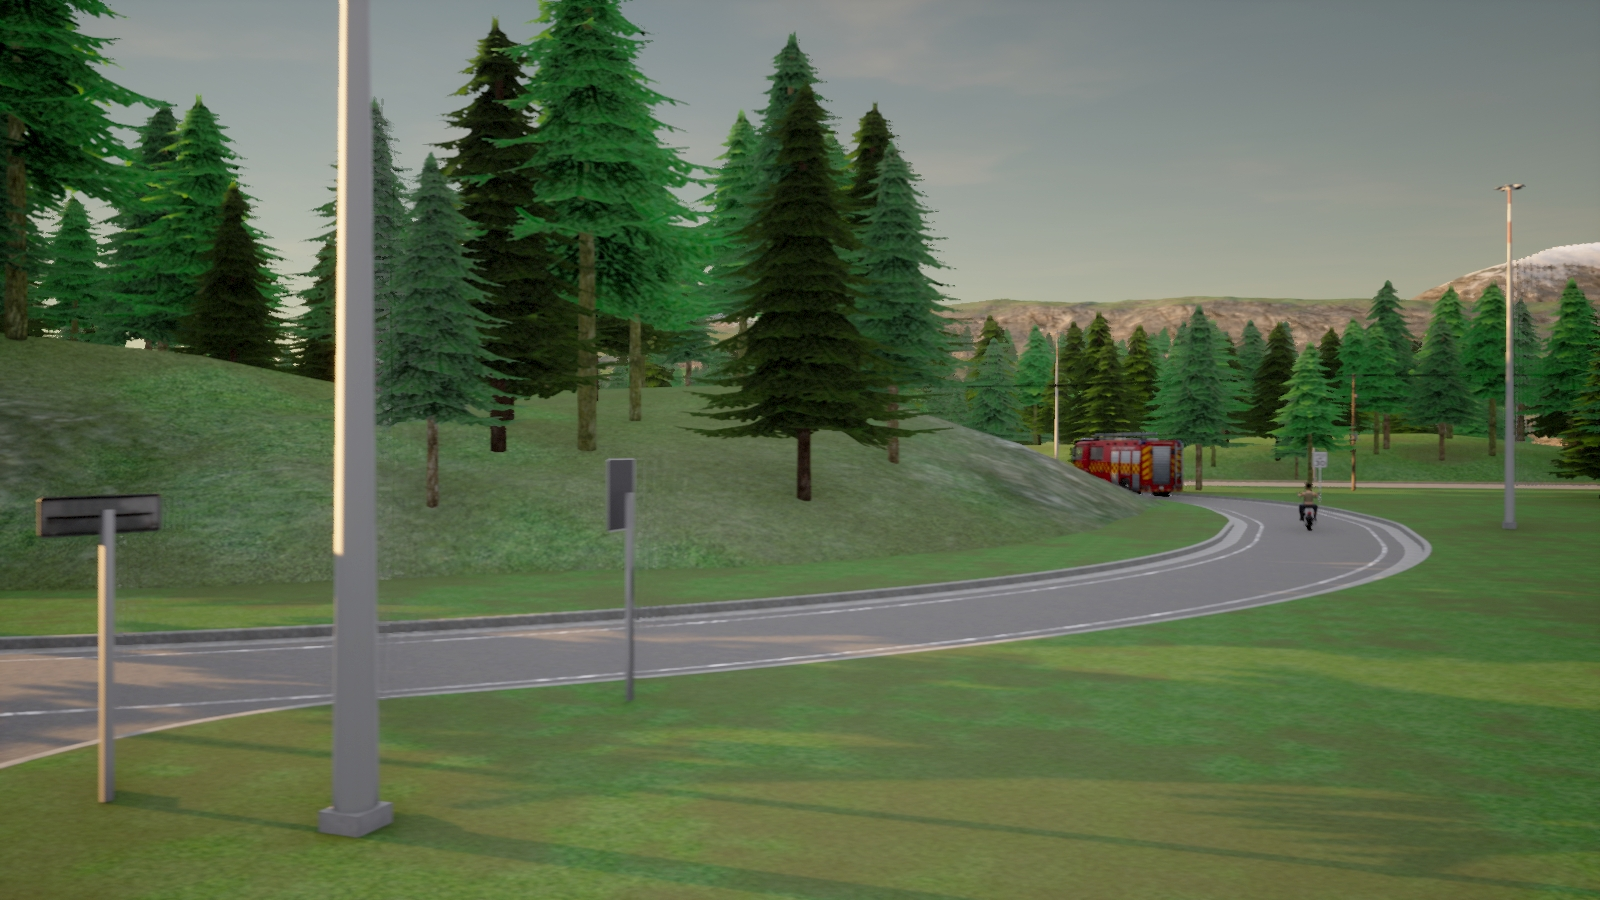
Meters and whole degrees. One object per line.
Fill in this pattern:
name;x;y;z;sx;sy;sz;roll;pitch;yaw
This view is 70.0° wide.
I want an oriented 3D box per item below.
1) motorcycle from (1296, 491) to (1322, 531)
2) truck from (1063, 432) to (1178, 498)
motorcycle;18.118;2.155;40.732;0.764;1.307;2.356;0;0;22
truck;19.678;0.890;70.764;2.891;3.827;8.468;0;0;-15
